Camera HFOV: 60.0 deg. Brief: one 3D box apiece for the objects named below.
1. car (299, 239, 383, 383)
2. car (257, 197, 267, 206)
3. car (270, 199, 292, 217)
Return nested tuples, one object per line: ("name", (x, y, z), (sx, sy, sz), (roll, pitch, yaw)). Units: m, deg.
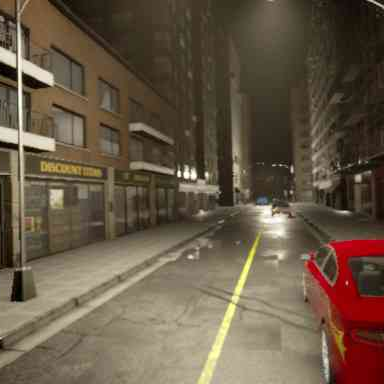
("car", (2.778, 1.446, 5.030), (1.882, 1.535, 5.008), (-2, -1, 14))
("car", (13.534, 1.794, 63.781), (1.882, 1.535, 5.008), (-2, -1, 14))
("car", (8.771, 1.693, 32.840), (1.895, 1.301, 4.718), (-2, -1, 14))
